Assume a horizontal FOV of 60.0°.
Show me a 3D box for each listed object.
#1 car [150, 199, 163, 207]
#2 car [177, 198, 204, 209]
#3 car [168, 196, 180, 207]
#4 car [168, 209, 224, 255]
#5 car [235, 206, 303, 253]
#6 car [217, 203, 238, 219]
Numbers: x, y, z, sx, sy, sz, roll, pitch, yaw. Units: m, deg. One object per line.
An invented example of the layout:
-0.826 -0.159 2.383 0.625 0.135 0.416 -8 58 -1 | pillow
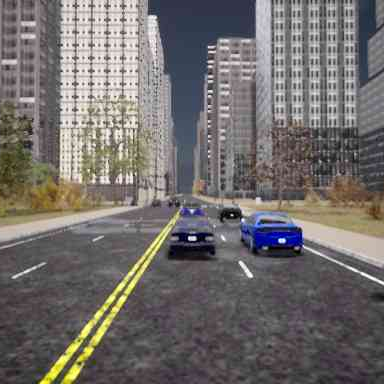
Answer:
-6.488 2.047 61.447 1.837 1.490 4.892 0 -1 0 | car
0.009 1.617 29.065 2.097 1.767 4.553 0 -1 0 | car
-3.236 1.742 61.698 2.150 2.045 5.566 0 -1 0 | car
0.004 1.680 13.982 2.033 1.411 5.357 0 0 0 | car
3.259 1.614 14.471 1.882 1.535 5.008 0 0 0 | car
3.262 1.748 29.468 1.882 1.535 5.008 0 0 0 | car
